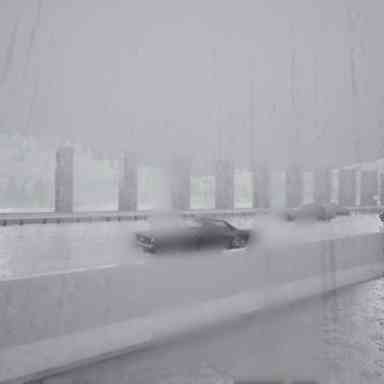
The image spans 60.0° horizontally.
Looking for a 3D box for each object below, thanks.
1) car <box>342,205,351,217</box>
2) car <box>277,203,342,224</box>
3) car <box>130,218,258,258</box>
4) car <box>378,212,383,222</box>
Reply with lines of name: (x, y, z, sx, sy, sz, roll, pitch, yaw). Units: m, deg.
car: (14.241, 1.838, 33.834, 4.181, 1.385, 1.994, 1, 0, -31)
car: (9.248, 1.748, 26.642, 5.357, 1.411, 2.033, 1, 0, -32)
car: (0.143, 1.664, 12.480, 4.718, 1.301, 1.895, 1, 0, -33)
car: (17.673, 1.869, 27.733, 4.718, 1.301, 1.895, 1, 0, -31)
